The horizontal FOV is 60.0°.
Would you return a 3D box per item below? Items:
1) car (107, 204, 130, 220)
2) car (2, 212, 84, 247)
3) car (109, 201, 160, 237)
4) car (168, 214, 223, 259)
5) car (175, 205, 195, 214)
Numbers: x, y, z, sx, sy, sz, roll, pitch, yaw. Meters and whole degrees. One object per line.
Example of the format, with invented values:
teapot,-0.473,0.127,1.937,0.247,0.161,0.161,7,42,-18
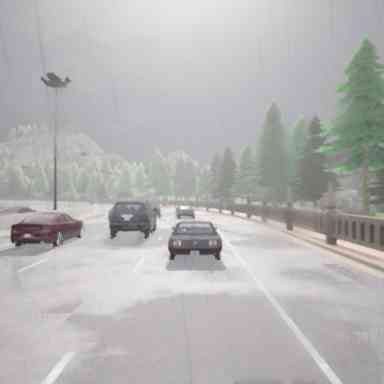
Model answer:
car,-7.857,2.085,35.976,2.033,1.411,5.357,0,-1,-8
car,-6.893,1.724,16.412,1.882,1.535,5.008,0,-1,0
car,-3.413,1.523,20.016,2.150,2.045,5.566,0,-1,0
car,0.107,1.803,13.468,1.895,1.301,4.718,0,-1,0
car,-0.841,2.088,36.204,2.033,1.411,5.357,0,-1,-7
